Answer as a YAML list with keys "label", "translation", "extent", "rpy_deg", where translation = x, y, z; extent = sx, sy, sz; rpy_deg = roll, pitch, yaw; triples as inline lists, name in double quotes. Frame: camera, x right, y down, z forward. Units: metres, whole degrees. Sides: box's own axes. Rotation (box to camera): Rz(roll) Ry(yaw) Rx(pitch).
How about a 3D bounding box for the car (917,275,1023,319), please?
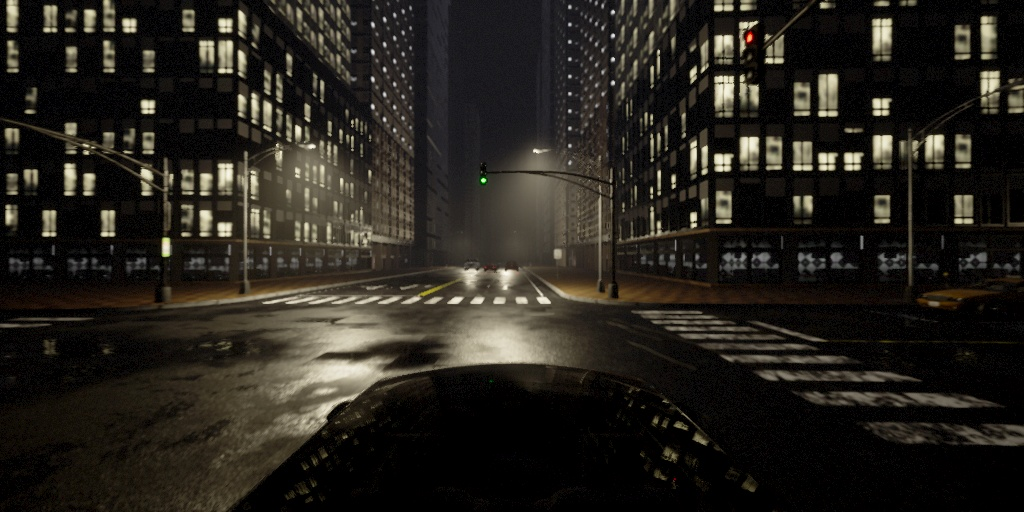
- label: "car"
  translation: [17.081, 1.347, 12.389]
  extent: [4.829, 1.417, 1.751]
  rpy_deg: [0, 0, 2]

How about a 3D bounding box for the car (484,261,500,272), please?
- label: "car"
  translation: [-3.281, 1.726, 54.993]
  extent: [1.895, 1.301, 4.718]
  rpy_deg: [0, 0, 0]

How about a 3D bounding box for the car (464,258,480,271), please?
- label: "car"
  translation: [-6.533, 1.382, 59.102]
  extent: [2.150, 2.045, 5.566]
  rpy_deg: [0, -1, 0]

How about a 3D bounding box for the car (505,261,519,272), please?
- label: "car"
  translation: [-0.030, 1.481, 55.353]
  extent: [2.097, 1.767, 4.553]
  rpy_deg: [0, 0, 0]
